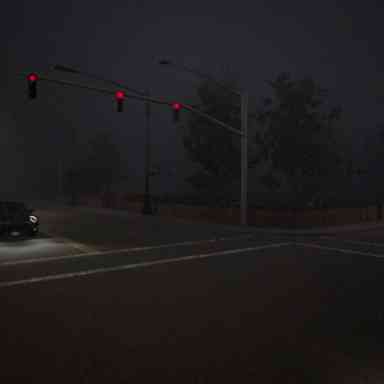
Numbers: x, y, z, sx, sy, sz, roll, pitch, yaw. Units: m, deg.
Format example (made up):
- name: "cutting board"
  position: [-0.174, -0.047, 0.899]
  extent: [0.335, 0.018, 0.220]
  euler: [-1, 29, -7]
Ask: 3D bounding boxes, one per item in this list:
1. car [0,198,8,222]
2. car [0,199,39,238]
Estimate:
- name: "car"
  position: [-15.169, 1.301, 24.786]
  extent: [1.882, 1.535, 5.008]
  euler: [0, 1, -37]
- name: "car"
  position: [-9.204, 1.257, 16.686]
  extent: [2.097, 1.767, 4.553]
  euler: [0, 1, -36]
